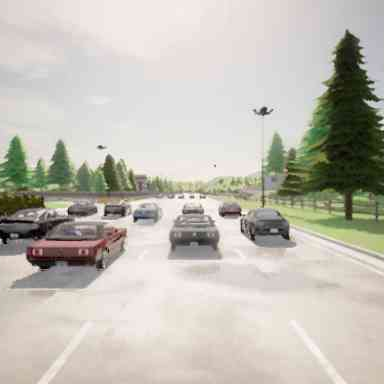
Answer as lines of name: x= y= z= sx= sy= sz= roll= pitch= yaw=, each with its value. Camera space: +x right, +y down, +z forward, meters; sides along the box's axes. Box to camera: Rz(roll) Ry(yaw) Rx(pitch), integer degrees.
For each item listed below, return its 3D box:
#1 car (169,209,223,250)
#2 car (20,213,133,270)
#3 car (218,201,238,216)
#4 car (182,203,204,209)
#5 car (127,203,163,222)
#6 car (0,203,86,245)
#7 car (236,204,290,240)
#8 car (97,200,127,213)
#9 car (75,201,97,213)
car: x=0.089 y=1.606 z=14.367 sx=1.895 sy=1.301 sz=4.718 roll=0 pitch=0 yaw=0
car: x=-3.420 y=1.605 z=10.967 sx=1.895 sy=1.301 sz=4.718 roll=0 pitch=0 yaw=0
car: x=3.590 y=1.575 z=31.900 sx=1.994 sy=1.385 sz=4.181 roll=0 pitch=0 yaw=0
car: x=0.089 y=1.611 z=29.649 sx=1.895 sy=1.301 sz=4.718 roll=0 pitch=0 yaw=0
car: x=-3.418 y=1.556 z=26.198 sx=2.033 sy=1.411 sz=5.357 roll=0 pitch=0 yaw=0
car: x=-6.911 y=1.496 z=15.414 sx=2.128 sy=1.511 sz=4.902 roll=0 pitch=0 yaw=0
car: x=3.582 y=1.531 z=16.829 sx=1.812 sy=1.442 sz=4.674 roll=0 pitch=0 yaw=0
car: x=-6.910 y=1.502 z=31.233 sx=2.128 sy=1.511 sz=4.902 roll=0 pitch=0 yaw=0
car: x=-10.410 y=1.574 z=31.905 sx=1.994 sy=1.385 sz=4.181 roll=0 pitch=0 yaw=0
